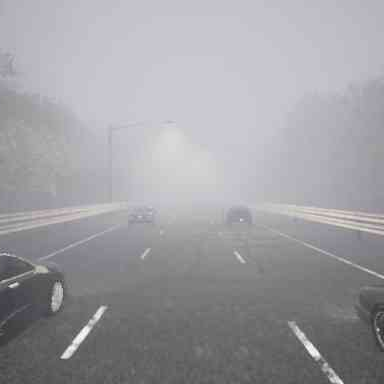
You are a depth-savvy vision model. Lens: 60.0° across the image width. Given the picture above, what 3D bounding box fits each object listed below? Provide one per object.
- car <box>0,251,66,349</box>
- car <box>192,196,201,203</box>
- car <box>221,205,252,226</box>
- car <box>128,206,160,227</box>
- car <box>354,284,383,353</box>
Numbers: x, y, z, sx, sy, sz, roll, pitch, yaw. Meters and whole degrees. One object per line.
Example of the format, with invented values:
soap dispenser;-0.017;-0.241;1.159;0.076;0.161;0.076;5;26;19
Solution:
car;-3.412;1.550;4.712;1.837;1.490;4.892;0;-1;0
car;1.699;2.341;95.335;1.812;1.442;4.674;0;0;-2
car;3.452;1.741;25.866;1.837;1.490;4.892;0;-1;-1
car;-3.537;1.776;24.934;2.033;1.411;5.357;0;-1;-1
car;3.595;1.576;3.010;2.033;1.411;5.357;0;-1;0
